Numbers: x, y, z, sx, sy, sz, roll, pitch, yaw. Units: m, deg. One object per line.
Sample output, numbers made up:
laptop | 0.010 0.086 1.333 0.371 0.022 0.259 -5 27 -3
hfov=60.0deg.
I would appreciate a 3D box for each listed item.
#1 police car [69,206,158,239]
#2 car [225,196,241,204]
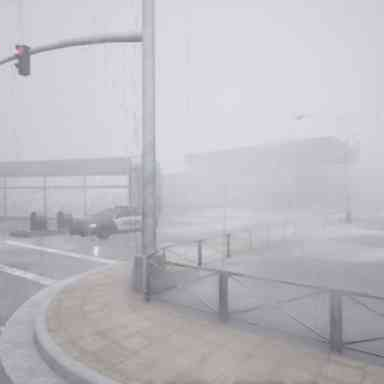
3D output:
police car | -4.129 1.563 17.986 2.038 1.542 4.974 0 0 36
car | 7.413 1.611 62.767 2.242 1.667 4.611 0 0 36
